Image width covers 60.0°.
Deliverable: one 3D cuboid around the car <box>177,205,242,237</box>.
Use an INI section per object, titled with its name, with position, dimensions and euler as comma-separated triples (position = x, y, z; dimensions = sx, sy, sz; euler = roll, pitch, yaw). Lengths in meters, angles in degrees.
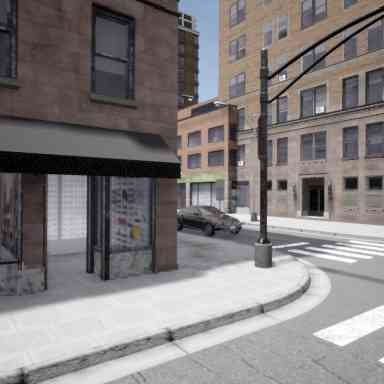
[car]
position = 0.651, 1.445, 17.944
dimensions = 1.812, 1.442, 4.674
euler = 0, 0, -34
